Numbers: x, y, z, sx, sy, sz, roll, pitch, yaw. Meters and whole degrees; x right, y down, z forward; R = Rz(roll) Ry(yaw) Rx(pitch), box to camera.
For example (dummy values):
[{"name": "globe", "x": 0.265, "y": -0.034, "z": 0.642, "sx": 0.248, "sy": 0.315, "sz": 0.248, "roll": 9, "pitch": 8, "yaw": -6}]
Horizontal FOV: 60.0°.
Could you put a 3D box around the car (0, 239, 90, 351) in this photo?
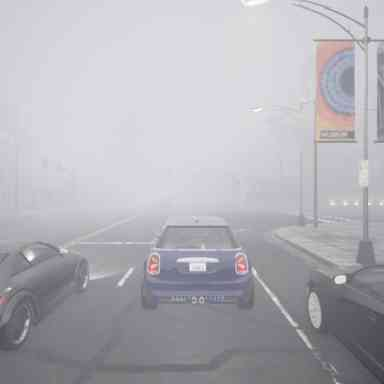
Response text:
[{"name": "car", "x": -3.399, "y": 1.563, "z": 6.199, "sx": 1.994, "sy": 1.385, "sz": 4.181, "roll": 0, "pitch": 0, "yaw": 0}]

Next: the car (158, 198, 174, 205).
[{"name": "car", "x": -3.392, "y": 1.541, "z": 43.489, "sx": 2.033, "sy": 1.411, "sz": 5.357, "roll": 0, "pitch": 0, "yaw": 0}]

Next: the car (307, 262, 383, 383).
[{"name": "car", "x": 2.901, "y": 1.479, "z": 3.734, "sx": 2.097, "sy": 1.535, "sz": 5.008, "roll": 0, "pitch": 0, "yaw": 0}]

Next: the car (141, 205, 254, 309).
[{"name": "car", "x": 0.101, "y": 1.351, "z": 8.018, "sx": 2.097, "sy": 1.767, "sz": 4.553, "roll": 0, "pitch": 0, "yaw": 0}]
